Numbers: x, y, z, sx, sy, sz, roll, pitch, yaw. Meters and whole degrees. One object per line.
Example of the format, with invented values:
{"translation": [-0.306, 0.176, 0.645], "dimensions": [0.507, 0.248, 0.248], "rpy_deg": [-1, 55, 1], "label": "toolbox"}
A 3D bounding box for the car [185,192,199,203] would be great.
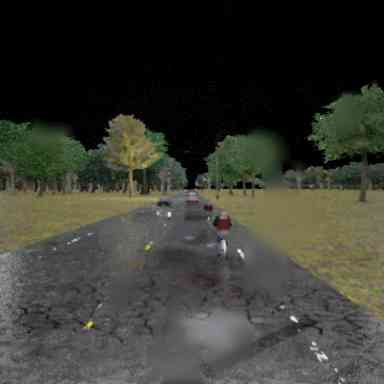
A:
{"translation": [0.124, 1.152, 56.097], "dimensions": [1.994, 1.385, 4.181], "rpy_deg": [0, 1, 0], "label": "car"}

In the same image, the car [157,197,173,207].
{"translation": [-3.567, 1.319, 43.894], "dimensions": [1.895, 1.301, 4.718], "rpy_deg": [0, 1, 0], "label": "car"}

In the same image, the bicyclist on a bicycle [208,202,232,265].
{"translation": [0.964, 1.317, 10.569], "dimensions": [0.659, 1.776, 1.843], "rpy_deg": [0, 1, 0], "label": "bicyclist on a bicycle"}

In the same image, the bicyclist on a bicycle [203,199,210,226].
{"translation": [0.968, 1.266, 19.535], "dimensions": [0.659, 1.776, 1.843], "rpy_deg": [0, 1, 0], "label": "bicyclist on a bicycle"}
